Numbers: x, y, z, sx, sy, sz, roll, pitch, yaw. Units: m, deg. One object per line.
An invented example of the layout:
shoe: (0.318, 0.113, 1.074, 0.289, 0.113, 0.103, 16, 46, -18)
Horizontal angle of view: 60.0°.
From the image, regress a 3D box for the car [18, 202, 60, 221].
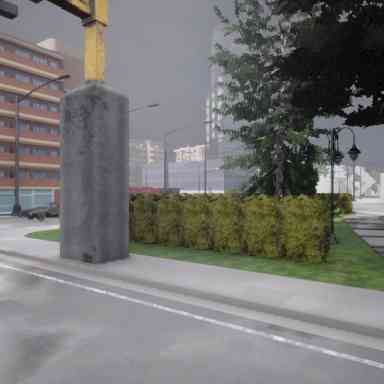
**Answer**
car: (-11.524, 1.547, 27.938, 2.033, 1.411, 5.357, 0, 0, 36)
